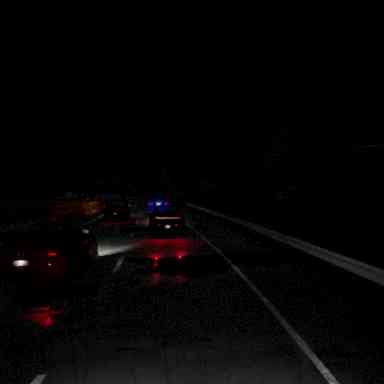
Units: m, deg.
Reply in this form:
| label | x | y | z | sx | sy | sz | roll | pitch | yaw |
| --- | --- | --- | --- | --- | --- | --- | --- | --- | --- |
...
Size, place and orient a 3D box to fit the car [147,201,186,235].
| label | x | y | z | sx | sy | sz | roll | pitch | yaw |
| --- | --- | --- | --- | --- | --- | --- | --- | --- | --- |
| car | -1.457 | 1.482 | 18.660 | 2.128 | 1.511 | 4.902 | 0 | 0 | -7 |

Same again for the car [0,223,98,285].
| label | x | y | z | sx | sy | sz | roll | pitch | yaw |
| --- | --- | --- | --- | --- | --- | --- | --- | --- | --- |
| car | -4.014 | 1.565 | 9.477 | 1.994 | 1.385 | 4.181 | 0 | 0 | -5 |

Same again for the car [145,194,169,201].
| label | x | y | z | sx | sy | sz | roll | pitch | yaw |
| --- | --- | --- | --- | --- | --- | --- | --- | --- | --- |
| car | -3.393 | 1.206 | 33.011 | 2.150 | 2.045 | 5.566 | 0 | 0 | -8 |

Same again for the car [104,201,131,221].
| label | x | y | z | sx | sy | sz | roll | pitch | yaw |
| --- | --- | --- | --- | --- | --- | --- | --- | --- | --- |
| car | -6.149 | 1.471 | 27.634 | 1.882 | 1.535 | 5.008 | 0 | 0 | -8 |
